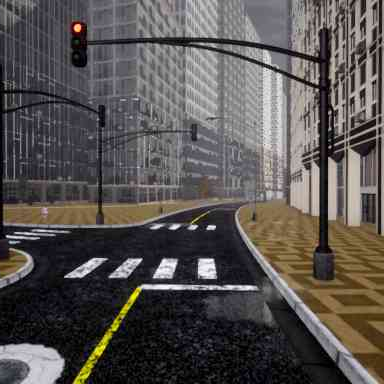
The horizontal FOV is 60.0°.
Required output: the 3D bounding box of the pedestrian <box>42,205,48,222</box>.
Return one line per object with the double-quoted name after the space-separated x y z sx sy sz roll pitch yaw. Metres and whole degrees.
-9.293 1.343 21.036 0.500 1.100 0.500 0 0 17 "pedestrian"
